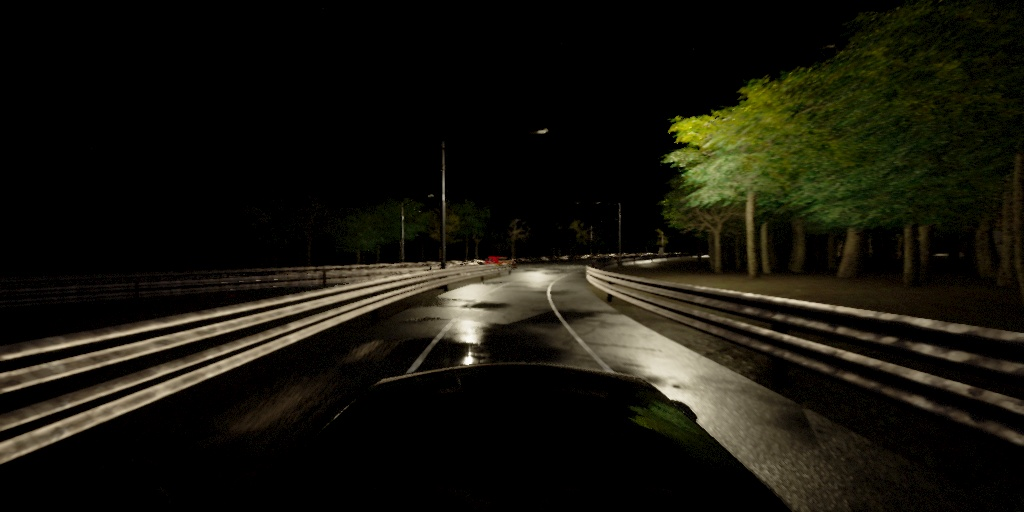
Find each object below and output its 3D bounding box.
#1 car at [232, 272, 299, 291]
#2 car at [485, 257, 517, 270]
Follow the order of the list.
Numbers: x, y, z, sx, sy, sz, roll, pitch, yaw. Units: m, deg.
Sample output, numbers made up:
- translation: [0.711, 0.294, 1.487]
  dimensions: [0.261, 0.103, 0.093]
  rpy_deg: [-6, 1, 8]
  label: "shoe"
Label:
- translation: [-20.405, 2.019, 29.875]
  dimensions: [1.812, 1.442, 4.674]
  rpy_deg: [0, 1, 40]
  label: "car"
- translation: [-1.568, 1.126, 52.156]
  dimensions: [2.150, 2.045, 5.566]
  rpy_deg: [0, 1, 40]
  label: "car"
